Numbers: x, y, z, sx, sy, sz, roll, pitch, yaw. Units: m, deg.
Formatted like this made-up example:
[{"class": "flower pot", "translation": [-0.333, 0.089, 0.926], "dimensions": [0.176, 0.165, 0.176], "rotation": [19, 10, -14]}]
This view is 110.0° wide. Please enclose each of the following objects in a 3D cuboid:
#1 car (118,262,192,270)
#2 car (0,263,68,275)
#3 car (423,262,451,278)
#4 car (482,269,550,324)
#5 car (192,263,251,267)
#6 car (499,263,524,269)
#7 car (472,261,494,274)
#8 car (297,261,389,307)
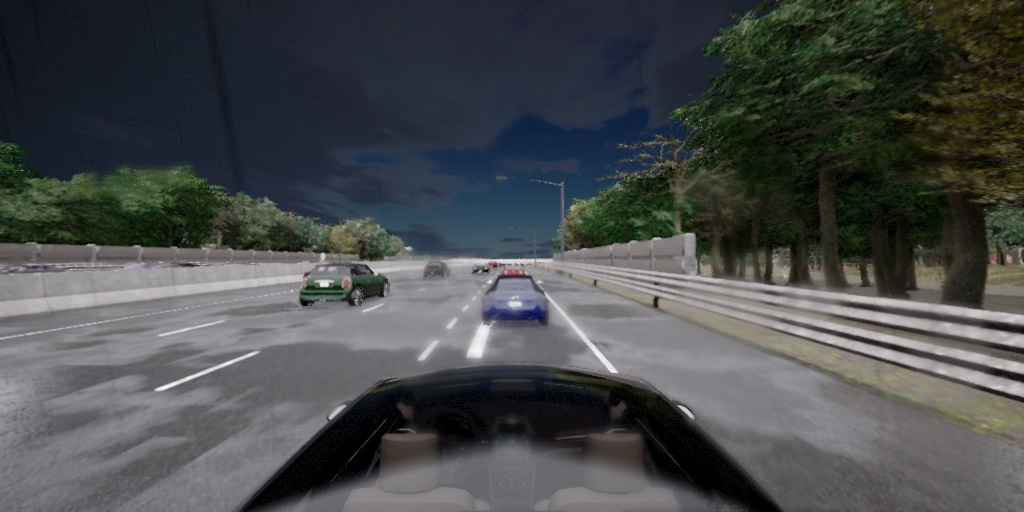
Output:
[{"class": "car", "translation": [-24.598, 1.226, 25.787], "dimensions": [1.837, 1.490, 4.892], "rotation": [0, 0, 0]}, {"class": "car", "translation": [-31.598, 1.208, 22.717], "dimensions": [2.128, 1.511, 4.902], "rotation": [0, 0, 0]}, {"class": "car", "translation": [-6.903, 1.258, 33.411], "dimensions": [1.837, 1.490, 4.892], "rotation": [0, 0, 0]}, {"class": "car", "translation": [0.100, 1.285, 11.801], "dimensions": [1.994, 1.385, 4.181], "rotation": [0, 0, 0]}, {"class": "car", "translation": [-21.099, 1.252, 27.214], "dimensions": [1.812, 1.442, 4.674], "rotation": [0, 0, 0]}, {"class": "car", "translation": [0.104, 1.338, 30.741], "dimensions": [1.895, 1.301, 4.718], "rotation": [0, 0, 0]}, {"class": "car", "translation": [-3.504, 1.422, 42.370], "dimensions": [1.895, 1.301, 4.718], "rotation": [0, -1, 0]}, {"class": "car", "translation": [-6.901, 1.066, 15.306], "dimensions": [2.097, 1.767, 4.553], "rotation": [0, 0, 0]}]
